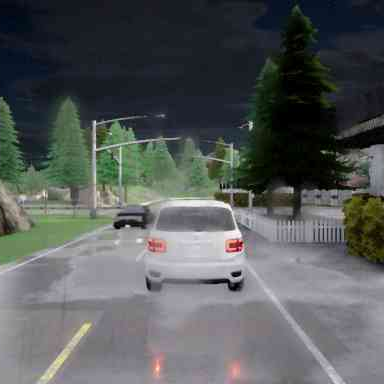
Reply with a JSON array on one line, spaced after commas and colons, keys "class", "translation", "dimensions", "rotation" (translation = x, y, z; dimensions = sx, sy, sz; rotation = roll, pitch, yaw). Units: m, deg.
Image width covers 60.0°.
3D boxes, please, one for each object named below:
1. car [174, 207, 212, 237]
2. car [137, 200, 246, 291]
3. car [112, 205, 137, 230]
[{"class": "car", "translation": [0.017, 1.600, 18.895], "dimensions": [1.895, 1.301, 4.718], "rotation": [0, 0, 0]}, {"class": "car", "translation": [0.064, 1.221, 9.132], "dimensions": [2.150, 2.045, 5.566], "rotation": [0, 0, 0]}, {"class": "car", "translation": [-3.616, 1.547, 21.365], "dimensions": [2.033, 1.411, 5.357], "rotation": [0, 0, 0]}]
